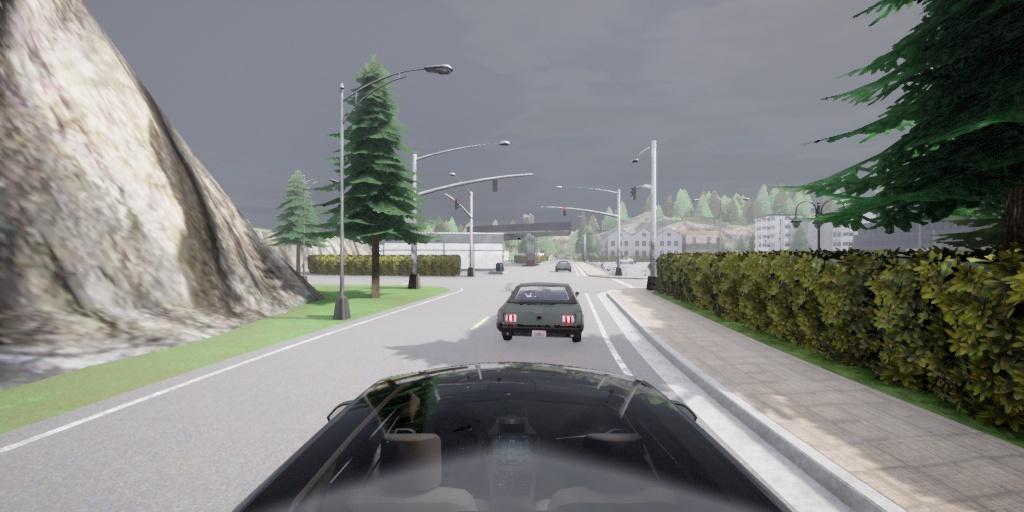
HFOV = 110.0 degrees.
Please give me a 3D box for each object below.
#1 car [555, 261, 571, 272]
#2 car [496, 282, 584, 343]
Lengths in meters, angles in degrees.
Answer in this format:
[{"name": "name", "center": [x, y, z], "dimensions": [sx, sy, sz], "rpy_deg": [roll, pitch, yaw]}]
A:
[{"name": "car", "center": [6.568, 1.314, 45.827], "dimensions": [1.994, 1.385, 4.181], "rpy_deg": [0, 0, 9]}, {"name": "car", "center": [0.883, 1.351, 9.760], "dimensions": [1.895, 1.301, 4.718], "rpy_deg": [0, 0, 8]}]
